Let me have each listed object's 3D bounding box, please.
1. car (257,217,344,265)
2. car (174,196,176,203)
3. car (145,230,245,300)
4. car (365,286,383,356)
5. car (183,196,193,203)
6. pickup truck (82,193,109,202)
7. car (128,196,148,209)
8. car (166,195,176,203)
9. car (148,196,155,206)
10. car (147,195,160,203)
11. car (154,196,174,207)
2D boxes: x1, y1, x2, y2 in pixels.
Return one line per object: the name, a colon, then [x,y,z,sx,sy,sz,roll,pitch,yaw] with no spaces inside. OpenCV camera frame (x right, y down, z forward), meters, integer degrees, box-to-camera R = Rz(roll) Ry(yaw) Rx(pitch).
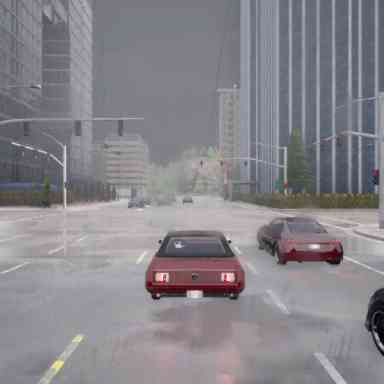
car: [3.582,1.564,11.715,1.994,1.385,4.181,0,0,0]
car: [-4.441,1.505,62.211,1.837,1.490,4.892,0,0,-1]
car: [0.074,1.601,8.358,1.895,1.301,4.718,0,0,0]
car: [3.610,1.564,3.304,1.994,1.385,4.181,0,0,-1]
car: [-0.885,1.564,69.401,1.994,1.385,4.181,0,0,-1]
pickup truck: [-21.165,1.058,73.415,2.390,2.098,6.274,0,0,30]
car: [-7.747,1.505,46.695,1.837,1.490,4.892,0,0,-1]
car: [-4.529,1.525,72.509,2.128,1.511,4.902,0,0,-1]
car: [-7.876,1.504,56.067,1.837,1.490,4.892,0,0,-1]
car: [-7.980,1.492,69.009,2.128,1.511,4.902,0,0,-1]
car: [-4.315,1.564,52.021,1.994,1.385,4.181,0,0,-1]
